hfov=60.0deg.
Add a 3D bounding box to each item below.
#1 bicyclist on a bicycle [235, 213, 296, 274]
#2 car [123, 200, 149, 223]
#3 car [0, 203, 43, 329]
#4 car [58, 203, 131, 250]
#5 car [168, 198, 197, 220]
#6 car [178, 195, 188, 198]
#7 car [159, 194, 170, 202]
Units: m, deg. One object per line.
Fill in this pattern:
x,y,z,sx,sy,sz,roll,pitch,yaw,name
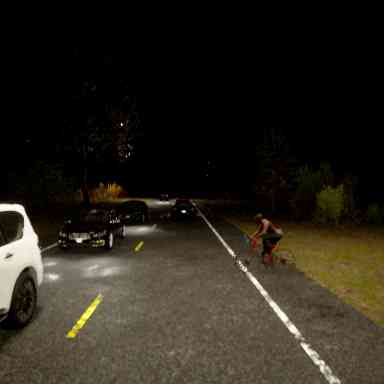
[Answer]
1.959,1.400,8.926,1.656,1.620,0.582,-1,0,-2,bicyclist on a bicycle
-4.283,1.341,24.337,1.882,1.535,5.008,0,0,-2,car
-3.702,1.201,3.890,2.150,2.045,5.566,0,0,-3,car
-3.983,1.426,13.951,1.837,1.490,4.892,0,0,-2,car
-0.664,1.414,26.536,1.994,1.385,4.181,0,0,-2,car
-1.299,1.242,47.208,1.837,1.490,4.892,0,-1,-2,car
-5.444,1.149,65.485,2.128,1.511,4.902,0,0,-2,car
